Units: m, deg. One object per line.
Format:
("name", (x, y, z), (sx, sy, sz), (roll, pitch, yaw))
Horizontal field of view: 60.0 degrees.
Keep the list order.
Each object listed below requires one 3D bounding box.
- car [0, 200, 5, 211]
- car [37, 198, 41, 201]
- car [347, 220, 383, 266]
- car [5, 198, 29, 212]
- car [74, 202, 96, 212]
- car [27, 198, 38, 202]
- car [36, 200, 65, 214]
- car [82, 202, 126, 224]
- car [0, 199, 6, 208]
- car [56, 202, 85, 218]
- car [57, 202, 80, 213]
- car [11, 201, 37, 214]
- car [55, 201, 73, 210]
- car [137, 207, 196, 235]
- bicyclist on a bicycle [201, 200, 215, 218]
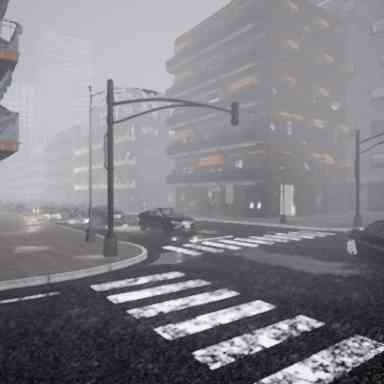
("car", (-29.636, 2.378, 54.419), (2.008, 1.369, 4.403), (-1, 0, -36))
("car", (-29.560, 2.268, 68.367), (2.192, 1.841, 5.009), (-1, 0, -36))
("car", (6.422, 1.545, 10.166), (1.882, 1.535, 5.008), (0, 0, 7))
("car", (-26.312, 2.192, 49.912), (1.967, 1.590, 4.097), (-1, 0, -36))
("car", (-16.250, 2.236, 50.338), (1.802, 1.307, 4.206), (-1, 0, -36))
("car", (-36.212, 2.418, 77.382), (2.192, 1.841, 5.009), (-1, 0, -36))
("car", (-18.699, 2.185, 43.978), (1.994, 1.385, 4.181), (0, -1, -36))
("car", (-7.311, 1.856, 28.484), (2.128, 1.511, 4.902), (0, -1, -37))
("car", (-39.637, 2.367, 67.927), (2.192, 1.841, 5.009), (-1, 0, -36))
("car", (-12.839, 2.090, 35.989), (1.895, 1.301, 4.718), (0, -1, -36))
("car", (-17.927, 2.215, 48.160), (1.994, 1.385, 4.181), (0, -1, -36))
("car", (-22.984, 2.259, 45.405), (1.802, 1.307, 4.206), (-1, 0, -36))
("car", (-23.004, 2.331, 59.489), (1.752, 1.417, 4.829), (-1, 0, -36))
("car", (-1.704, 1.731, 20.911), (2.128, 1.511, 4.902), (0, -1, -37))
("bicyclist on a bicycle", (1.498, 1.602, 31.248), (1.656, 1.620, 0.582), (-1, 0, -36))
